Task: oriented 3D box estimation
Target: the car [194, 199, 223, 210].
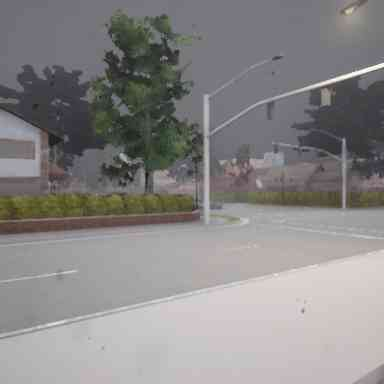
[{"bbox_3d":[1.609,1.424,39.444,1.895,1.301,4.718,0,0,-36],"label":"car"}]
